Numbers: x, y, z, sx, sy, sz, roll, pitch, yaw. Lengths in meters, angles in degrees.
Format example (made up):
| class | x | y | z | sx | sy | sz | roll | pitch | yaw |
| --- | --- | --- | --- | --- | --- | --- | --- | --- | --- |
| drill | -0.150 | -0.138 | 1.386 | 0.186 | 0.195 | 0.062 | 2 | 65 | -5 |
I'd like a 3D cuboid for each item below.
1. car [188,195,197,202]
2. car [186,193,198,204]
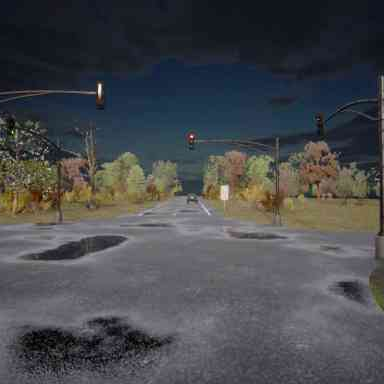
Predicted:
| class | x | y | z | sx | sy | sz | roll | pitch | yaw |
| --- | --- | --- | --- | --- | --- | --- | --- | --- | --- |
| car | 0.025 | 1.465 | 78.072 | 2.033 | 1.411 | 5.357 | 0 | 0 | 0 |
| car | 0.023 | 1.292 | 67.681 | 2.150 | 2.045 | 5.566 | 0 | 0 | 0 |
